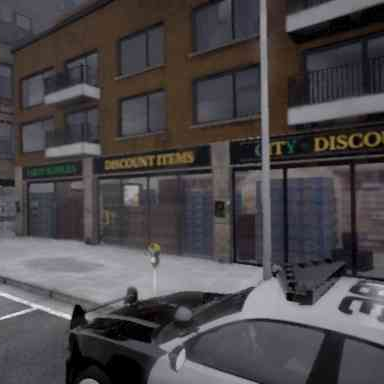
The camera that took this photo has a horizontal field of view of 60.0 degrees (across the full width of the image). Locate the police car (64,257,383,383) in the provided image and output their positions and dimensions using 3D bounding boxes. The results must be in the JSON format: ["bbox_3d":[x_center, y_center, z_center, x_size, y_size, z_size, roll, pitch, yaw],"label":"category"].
[{"bbox_3d":[0.897,1.432,2.779,5.238,1.638,1.930,-1,0,36],"label":"police car"}]
